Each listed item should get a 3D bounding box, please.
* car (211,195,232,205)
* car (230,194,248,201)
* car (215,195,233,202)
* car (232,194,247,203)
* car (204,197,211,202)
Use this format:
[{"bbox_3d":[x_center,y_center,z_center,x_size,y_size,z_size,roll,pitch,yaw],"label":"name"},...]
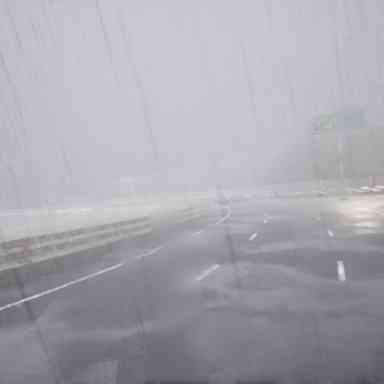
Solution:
[{"bbox_3d":[5.666,1.667,64.308,1.994,1.385,4.181,-4,0,-11],"label":"car"},{"bbox_3d":[10.555,1.244,75.744,2.128,1.511,4.902,-4,0,-16],"label":"car"},{"bbox_3d":[7.169,1.498,74.893,2.033,1.411,5.357,-4,0,-16],"label":"car"},{"bbox_3d":[9.131,1.356,64.694,2.128,1.511,4.902,-4,0,-11],"label":"car"},{"bbox_3d":[3.784,1.751,74.042,1.994,1.385,4.181,-4,0,-16],"label":"car"}]
